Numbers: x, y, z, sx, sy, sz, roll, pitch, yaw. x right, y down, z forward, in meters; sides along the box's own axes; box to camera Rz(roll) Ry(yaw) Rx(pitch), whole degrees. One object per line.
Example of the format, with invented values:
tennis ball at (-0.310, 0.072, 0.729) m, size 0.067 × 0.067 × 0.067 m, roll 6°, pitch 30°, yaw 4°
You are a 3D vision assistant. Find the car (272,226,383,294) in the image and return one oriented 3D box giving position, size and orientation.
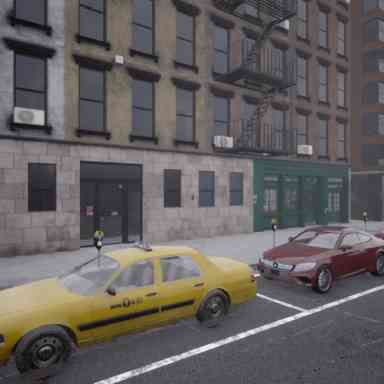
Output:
car at (3.578, 1.582, 8.757) m, size 4.206 × 1.307 × 1.802 m, roll 0°, pitch 0°, yaw -36°

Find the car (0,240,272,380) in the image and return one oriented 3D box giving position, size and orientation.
car at (-1.048, 1.525, 5.445) m, size 4.829 × 1.417 × 1.752 m, roll 0°, pitch 0°, yaw -36°
